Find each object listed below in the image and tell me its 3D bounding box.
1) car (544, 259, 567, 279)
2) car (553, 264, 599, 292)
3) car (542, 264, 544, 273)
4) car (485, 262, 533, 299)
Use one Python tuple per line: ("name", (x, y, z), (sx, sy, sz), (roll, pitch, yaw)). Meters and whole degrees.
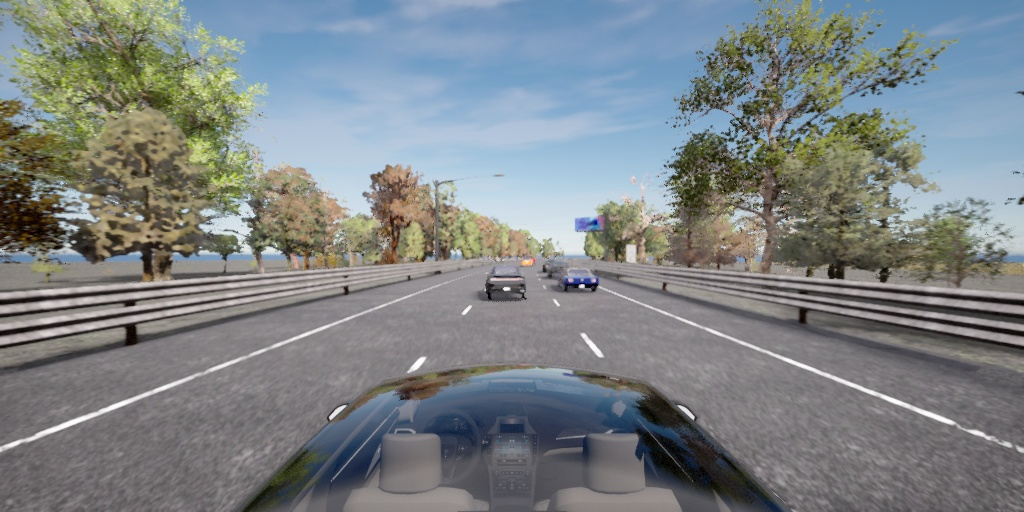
("car", (4.133, 1.231, 32.115), (1.837, 1.490, 4.892), (0, 0, 2))
("car", (3.770, 1.334, 21.274), (1.895, 1.301, 4.718), (0, 0, 2))
("car", (4.650, 1.154, 42.981), (2.033, 1.649, 4.856), (0, 0, 3))
("car", (-0.301, 1.223, 17.986), (2.128, 1.511, 4.902), (0, 0, -2))
